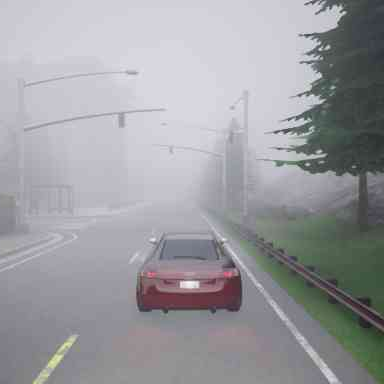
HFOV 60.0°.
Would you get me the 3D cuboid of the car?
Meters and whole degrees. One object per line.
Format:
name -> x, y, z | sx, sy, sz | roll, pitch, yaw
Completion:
car -> -0.076, 1.564, 7.723 | 1.994, 1.385, 4.181 | 0, 0, -1
